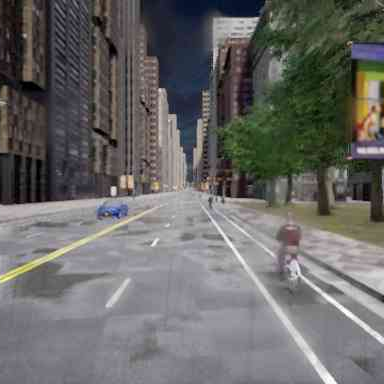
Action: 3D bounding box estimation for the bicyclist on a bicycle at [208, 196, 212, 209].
[{"bbox_3d":[2.295,1.382,41.866,0.582,1.620,1.656,0,0,-1],"label":"bicyclist on a bicycle"}]

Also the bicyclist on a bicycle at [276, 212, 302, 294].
[{"bbox_3d":[2.237,1.355,7.838,0.659,1.776,1.843,0,0,0],"label":"bicyclist on a bicycle"}]

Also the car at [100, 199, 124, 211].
[{"bbox_3d":[-9.840,1.531,41.216,1.895,1.301,4.718,0,0,0],"label":"car"}]

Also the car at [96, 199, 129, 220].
[{"bbox_3d":[-6.599,1.423,28.099,1.882,1.535,5.008,0,0,0],"label":"car"}]
